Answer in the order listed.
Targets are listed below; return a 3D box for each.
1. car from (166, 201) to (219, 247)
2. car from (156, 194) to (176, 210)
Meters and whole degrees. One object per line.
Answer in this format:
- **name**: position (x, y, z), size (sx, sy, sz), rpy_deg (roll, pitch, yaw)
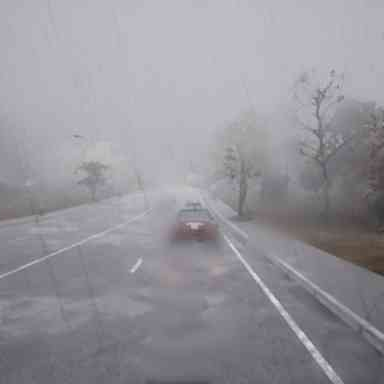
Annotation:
- **car**: position (0.101, 1.491, 15.840), size (2.097, 1.767, 4.553), rpy_deg (0, 0, 0)
- **car**: position (-3.496, 1.438, 42.859), size (1.994, 1.385, 4.181), rpy_deg (0, 2, 0)
